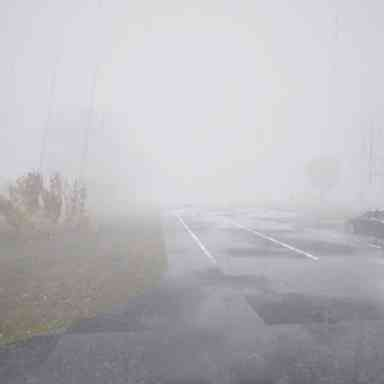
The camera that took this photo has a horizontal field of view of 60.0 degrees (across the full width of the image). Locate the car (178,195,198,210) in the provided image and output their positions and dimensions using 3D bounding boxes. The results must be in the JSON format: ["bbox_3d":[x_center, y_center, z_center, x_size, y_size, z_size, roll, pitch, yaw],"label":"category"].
[{"bbox_3d":[-0.732,1.413,41.788,1.812,1.442,4.674,0,0,-6],"label":"car"}]

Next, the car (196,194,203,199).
[{"bbox_3d":[1.603,1.245,87.525,1.994,1.385,4.181,0,0,-6],"label":"car"}]

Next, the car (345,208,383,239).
[{"bbox_3d":[9.039,1.496,15.380,1.837,1.490,4.892,0,0,-6],"label":"car"}]
